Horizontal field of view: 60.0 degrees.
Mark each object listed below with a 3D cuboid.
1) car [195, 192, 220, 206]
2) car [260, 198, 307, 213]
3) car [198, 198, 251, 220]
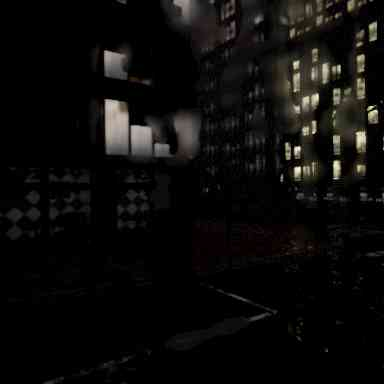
[{"bbox_3d":[2.001,0.942,42.277,2.192,1.841,5.009,-1,1,-35],"label":"car"},{"bbox_3d":[8.772,1.258,32.435,1.752,1.417,4.829,-1,1,-35],"label":"car"},{"bbox_3d":[2.790,1.440,26.472,2.008,1.369,4.403,-1,1,-35],"label":"car"}]
